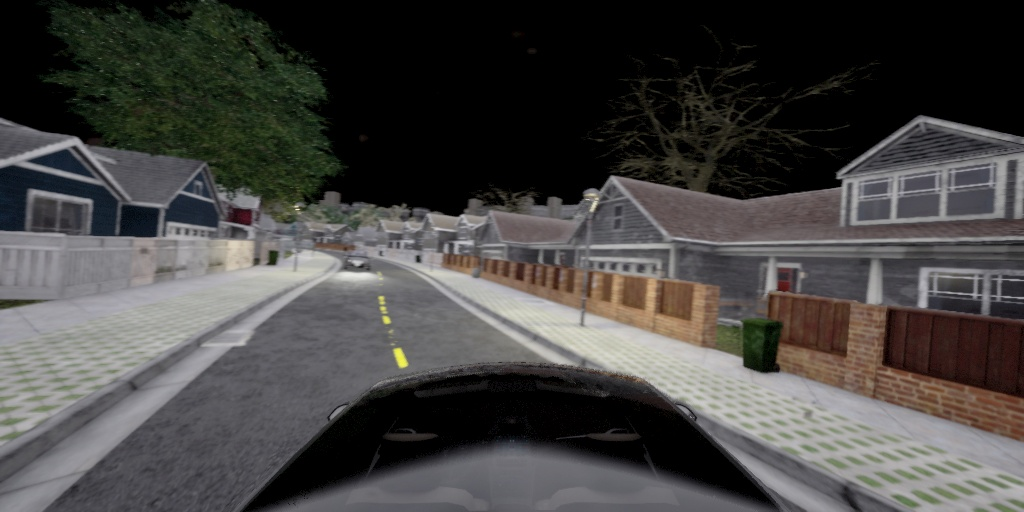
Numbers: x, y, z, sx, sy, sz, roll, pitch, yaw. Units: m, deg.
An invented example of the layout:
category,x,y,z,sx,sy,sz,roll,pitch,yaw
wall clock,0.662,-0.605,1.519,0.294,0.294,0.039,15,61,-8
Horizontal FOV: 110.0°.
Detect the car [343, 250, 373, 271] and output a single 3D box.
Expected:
category,x,y,z,sx,sy,sz,roll,pitch,yaw
car,-12.061,0.283,28.052,2.128,1.511,4.902,5,0,-23
